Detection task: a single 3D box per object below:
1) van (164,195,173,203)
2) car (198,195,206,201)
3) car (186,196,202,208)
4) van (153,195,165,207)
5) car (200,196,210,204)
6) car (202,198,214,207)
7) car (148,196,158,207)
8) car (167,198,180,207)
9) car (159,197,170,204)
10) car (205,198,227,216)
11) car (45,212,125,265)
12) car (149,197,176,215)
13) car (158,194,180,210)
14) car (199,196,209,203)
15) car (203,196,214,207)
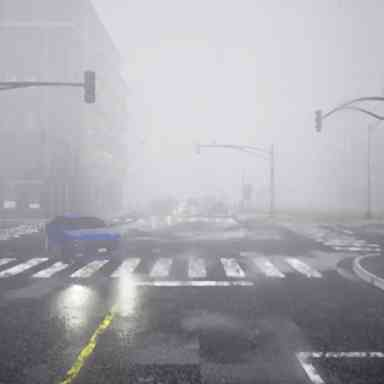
[{"bbox_3d":[-5.651,1.567,79.755,1.690,1.788,3.998,-1,0,0],"label":"van"},{"bbox_3d":[2.742,1.685,91.072,1.967,1.590,4.097,-1,0,0],"label":"car"},{"bbox_3d":[0.133,1.669,51.493,1.837,1.490,4.892,0,0,0],"label":"car"},{"bbox_3d":[-5.666,1.519,57.170,1.690,1.788,3.998,-1,0,0],"label":"van"},{"bbox_3d":[2.691,1.644,68.488,1.967,1.590,4.097,-1,0,0],"label":"car"},{"bbox_3d":[2.684,1.723,57.197,1.887,1.381,4.507,-1,0,0],"label":"car"},{"bbox_3d":[-5.666,1.730,51.523,1.947,1.339,4.313,-1,0,0],"label":"car"},{"bbox_3d":[-3.042,1.737,55.124,1.994,1.385,4.181,0,0,0],"label":"car"},{"bbox_3d":[-5.656,1.749,68.460,1.887,1.381,4.507,-1,0,0],"label":"car"},{"bbox_3d":[2.670,1.662,34.613,1.887,1.381,4.507,-1,0,0],"label":"car"},{"bbox_3d":[-4.100,1.525,12.315,1.882,1.535,5.008,2,-1,-33],"label":"car"},{"bbox_3d":[-3.071,1.599,35.845,1.882,1.535,5.008,0,0,0],"label":"car"},{"bbox_3d":[-3.060,1.499,45.160,2.097,1.767,4.553,0,0,0],"label":"car"},{"bbox_3d":[2.700,1.656,74.134,1.967,1.590,4.097,-1,0,0],"label":"car"},{"bbox_3d":[2.672,1.574,40.259,1.967,1.590,4.097,-1,0,0],"label":"car"}]
